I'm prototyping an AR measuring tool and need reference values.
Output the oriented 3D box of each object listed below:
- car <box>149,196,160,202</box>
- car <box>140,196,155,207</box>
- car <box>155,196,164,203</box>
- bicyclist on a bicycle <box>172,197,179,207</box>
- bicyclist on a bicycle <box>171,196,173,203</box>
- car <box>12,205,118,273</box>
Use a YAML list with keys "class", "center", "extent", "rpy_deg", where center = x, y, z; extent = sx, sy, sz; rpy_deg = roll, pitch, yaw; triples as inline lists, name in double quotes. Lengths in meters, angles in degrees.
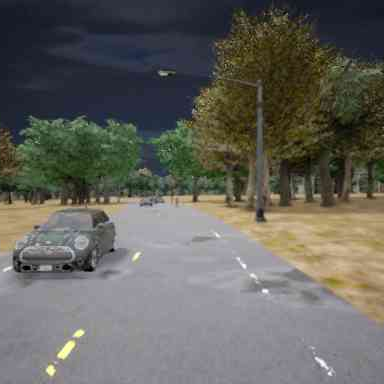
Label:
- class: "car"
  center: [-10.017, 1.782, 88.341]
  extent: [2.128, 1.511, 4.902]
  rpy_deg: [0, -1, -13]
- class: "car"
  center: [-7.394, 1.673, 53.848]
  extent: [1.994, 1.385, 4.181]
  rpy_deg: [0, 0, -7]
- class: "car"
  center: [-7.468, 1.818, 75.914]
  extent: [2.033, 1.411, 5.357]
  rpy_deg: [0, -1, -12]
- class: "bicyclist on a bicycle"
  center: [-2.211, 1.543, 49.146]
  extent: [0.582, 1.620, 1.656]
  rpy_deg: [0, -1, -7]
- class: "bicyclist on a bicycle"
  center: [-3.437, 1.588, 58.063]
  extent: [0.582, 1.620, 1.656]
  rpy_deg: [0, -1, -8]
- class: "car"
  center: [-3.814, 1.357, 10.760]
  extent: [2.097, 1.767, 4.553]
  rpy_deg: [0, 0, -2]
